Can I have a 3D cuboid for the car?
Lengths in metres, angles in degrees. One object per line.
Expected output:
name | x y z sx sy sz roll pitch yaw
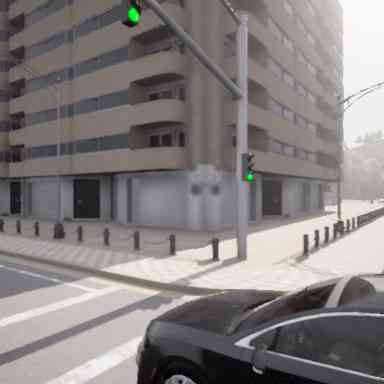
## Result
car | 1.656 1.504 2.808 4.892 1.490 1.837 0 0 36
